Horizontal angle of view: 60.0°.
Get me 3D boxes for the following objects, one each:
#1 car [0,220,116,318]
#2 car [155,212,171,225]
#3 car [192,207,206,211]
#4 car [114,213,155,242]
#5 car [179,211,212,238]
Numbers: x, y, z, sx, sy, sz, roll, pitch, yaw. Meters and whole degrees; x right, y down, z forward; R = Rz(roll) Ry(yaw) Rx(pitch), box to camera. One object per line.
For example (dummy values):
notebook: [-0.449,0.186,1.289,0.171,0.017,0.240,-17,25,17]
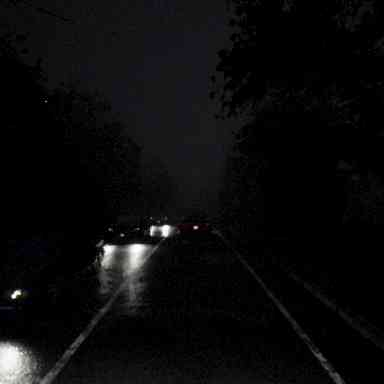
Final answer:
car: [-3.556,1.630,7.974,2.033,1.411,5.357,0,-1,0]
car: [-3.292,2.763,35.353,1.895,1.301,4.718,0,-2,1]
car: [0.552,3.184,45.853,1.994,1.385,4.181,0,-3,2]
car: [-3.480,1.994,19.061,1.812,1.442,4.674,0,-3,1]
car: [0.233,2.144,21.520,1.994,1.385,4.181,0,-2,0]
